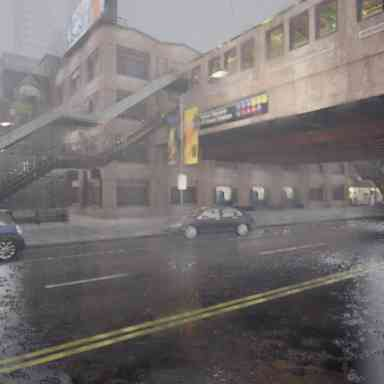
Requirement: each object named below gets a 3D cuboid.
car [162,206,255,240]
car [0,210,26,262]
[{"bbox_3d":[0.903,1.477,16.805,4.892,1.521,2.231,0,0,-26],"label":"car"},{"bbox_3d":[-7.888,1.355,10.575,4.553,1.767,2.185,0,0,-36],"label":"car"}]
